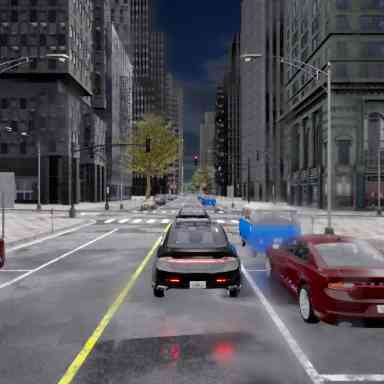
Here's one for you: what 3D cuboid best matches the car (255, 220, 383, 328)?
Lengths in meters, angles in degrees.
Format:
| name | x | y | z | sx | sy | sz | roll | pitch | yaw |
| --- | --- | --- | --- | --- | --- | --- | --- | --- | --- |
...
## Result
| name | x | y | z | sx | sy | sz | roll | pitch | yaw |
| --- | --- | --- | --- | --- | --- | --- | --- | --- | --- |
| car | 2.769 | 1.545 | 7.004 | 1.887 | 1.381 | 4.507 | 0 | 0 | 0 |

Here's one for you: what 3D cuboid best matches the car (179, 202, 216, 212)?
| name | x | y | z | sx | sy | sz | roll | pitch | yaw |
| --- | --- | --- | --- | --- | --- | --- | --- | --- | --- |
| car | 0.061 | 1.495 | 17.928 | 2.128 | 1.511 | 4.902 | 0 | 0 | 1 |

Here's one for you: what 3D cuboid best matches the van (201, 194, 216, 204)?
| name | x | y | z | sx | sy | sz | roll | pitch | yaw |
| --- | --- | --- | --- | --- | --- | --- | --- | --- | --- |
| van | 2.695 | 1.365 | 50.514 | 1.690 | 1.788 | 3.998 | 0 | 0 | 0 |

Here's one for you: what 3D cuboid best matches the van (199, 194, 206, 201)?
| name | x | y | z | sx | sy | sz | roll | pitch | yaw |
| --- | --- | --- | --- | --- | --- | --- | --- | --- | --- |
| van | 2.650 | 1.404 | 82.994 | 1.690 | 1.788 | 3.998 | 0 | 0 | 0 |

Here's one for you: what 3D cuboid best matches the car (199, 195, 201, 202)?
| name | x | y | z | sx | sy | sz | roll | pitch | yaw |
| --- | --- | --- | --- | --- | --- | --- | --- | --- | --- |
| car | 2.687 | 1.595 | 55.927 | 1.947 | 1.339 | 4.313 | 0 | 0 | 0 |

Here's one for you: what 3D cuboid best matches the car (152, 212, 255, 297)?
| name | x | y | z | sx | sy | sz | roll | pitch | yaw |
| --- | --- | --- | --- | --- | --- | --- | --- | --- | --- |
| car | 0.089 | 1.492 | 8.542 | 2.128 | 1.511 | 4.902 | 0 | 0 | 0 |

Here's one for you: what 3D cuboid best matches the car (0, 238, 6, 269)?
| name | x | y | z | sx | sy | sz | roll | pitch | yaw |
| --- | --- | --- | --- | --- | --- | --- | --- | --- | --- |
| car | -5.786 | 1.545 | 7.011 | 1.887 | 1.381 | 4.507 | 0 | 0 | 0 |

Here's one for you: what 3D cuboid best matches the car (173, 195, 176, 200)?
| name | x | y | z | sx | sy | sz | roll | pitch | yaw |
| --- | --- | --- | --- | --- | --- | --- | --- | --- | --- |
| car | -5.882 | 1.636 | 87.417 | 1.947 | 1.339 | 4.313 | 0 | 0 | 0 |

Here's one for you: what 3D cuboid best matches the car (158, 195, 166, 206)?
| name | x | y | z | sx | sy | sz | roll | pitch | yaw |
| --- | --- | --- | --- | --- | --- | --- | --- | --- | --- |
| car | -5.838 | 1.574 | 55.684 | 1.887 | 1.381 | 4.507 | 0 | 0 | 0 |

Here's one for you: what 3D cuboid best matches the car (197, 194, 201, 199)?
| name | x | y | z | sx | sy | sz | roll | pitch | yaw |
| --- | --- | --- | --- | --- | --- | --- | --- | --- | --- |
| car | 2.664 | 1.599 | 72.167 | 2.008 | 1.369 | 4.403 | 0 | 0 | 0 |

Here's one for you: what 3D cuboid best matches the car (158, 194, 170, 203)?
| name | x | y | z | sx | sy | sz | roll | pitch | yaw |
| --- | --- | --- | --- | --- | --- | --- | --- | --- | --- |
| car | -5.844 | 1.349 | 60.974 | 2.192 | 1.841 | 5.009 | 0 | 0 | 0 |

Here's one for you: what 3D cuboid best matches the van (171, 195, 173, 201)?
| name | x | y | z | sx | sy | sz | roll | pitch | yaw |
| --- | --- | --- | --- | --- | --- | --- | --- | --- | --- |
| van | -5.867 | 1.395 | 76.840 | 1.690 | 1.788 | 3.998 | 0 | 0 | 0 |

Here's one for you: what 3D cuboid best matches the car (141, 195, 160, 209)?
| name | x | y | z | sx | sy | sz | roll | pitch | yaw |
| --- | --- | --- | --- | --- | --- | --- | --- | --- | --- |
| car | -5.829 | 1.545 | 44.934 | 1.752 | 1.417 | 4.829 | 0 | 0 | 0 |

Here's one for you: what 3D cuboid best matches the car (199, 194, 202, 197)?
| name | x | y | z | sx | sy | sz | roll | pitch | yaw |
| --- | --- | --- | --- | --- | --- | --- | --- | --- | --- |
| car | 2.679 | 1.579 | 61.340 | 1.887 | 1.381 | 4.507 | 0 | 0 | 0 |

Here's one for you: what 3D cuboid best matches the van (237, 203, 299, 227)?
| name | x | y | z | sx | sy | sz | roll | pitch | yaw |
| --- | --- | --- | --- | --- | --- | --- | --- | --- | --- |
| van | 2.763 | 1.343 | 12.530 | 1.690 | 1.788 | 3.998 | 0 | 0 | 0 |
